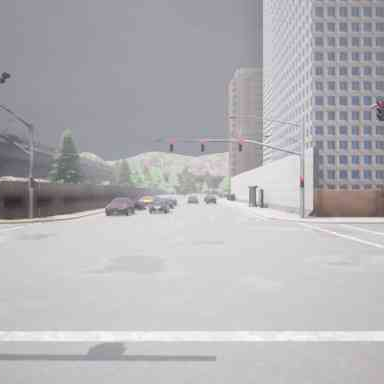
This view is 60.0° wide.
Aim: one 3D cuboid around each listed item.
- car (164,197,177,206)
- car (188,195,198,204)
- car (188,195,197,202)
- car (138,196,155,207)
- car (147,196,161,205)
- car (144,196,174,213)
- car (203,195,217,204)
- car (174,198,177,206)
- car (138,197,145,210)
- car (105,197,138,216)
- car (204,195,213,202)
[{"bbox_3d":[-3.488,1.601,55.340,1.895,1.301,4.718,0,0,0],"label":"car"},{"bbox_3d":[0.214,1.564,64.675,1.994,1.385,4.181,0,0,-1],"label":"car"},{"bbox_3d":[0.123,1.478,74.623,1.882,1.535,5.008,0,0,0],"label":"car"},{"bbox_3d":[-7.005,1.478,51.356,1.882,1.535,5.008,0,0,0],"label":"car"},{"bbox_3d":[-6.965,1.478,61.429,1.882,1.535,5.008,0,0,1],"label":"car"},{"bbox_3d":[-3.530,1.492,36.438,2.128,1.511,4.902,0,0,0],"label":"car"},{"bbox_3d":[3.703,1.505,64.098,1.837,1.490,4.892,0,0,0],"label":"car"},{"bbox_3d":[-3.525,1.564,45.358,1.994,1.385,4.181,0,0,-1],"label":"car"},{"bbox_3d":[-7.026,1.601,41.840,1.895,1.301,4.718,0,0,0],"label":"car"},{"bbox_3d":[-7.041,1.352,32.855,2.097,1.767,4.553,0,0,0],"label":"car"},{"bbox_3d":[3.621,1.500,74.494,1.837,1.490,4.892,0,0,0],"label":"car"}]
